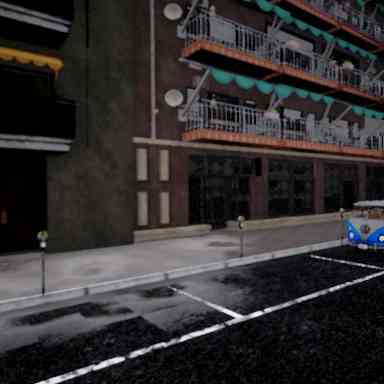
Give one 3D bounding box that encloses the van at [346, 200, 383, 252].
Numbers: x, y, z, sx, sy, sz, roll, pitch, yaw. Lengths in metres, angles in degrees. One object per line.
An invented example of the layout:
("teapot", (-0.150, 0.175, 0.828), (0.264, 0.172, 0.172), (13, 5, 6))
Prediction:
("van", (7.056, 1.159, 11.647), (3.998, 1.788, 1.690), (-1, 1, -36))
